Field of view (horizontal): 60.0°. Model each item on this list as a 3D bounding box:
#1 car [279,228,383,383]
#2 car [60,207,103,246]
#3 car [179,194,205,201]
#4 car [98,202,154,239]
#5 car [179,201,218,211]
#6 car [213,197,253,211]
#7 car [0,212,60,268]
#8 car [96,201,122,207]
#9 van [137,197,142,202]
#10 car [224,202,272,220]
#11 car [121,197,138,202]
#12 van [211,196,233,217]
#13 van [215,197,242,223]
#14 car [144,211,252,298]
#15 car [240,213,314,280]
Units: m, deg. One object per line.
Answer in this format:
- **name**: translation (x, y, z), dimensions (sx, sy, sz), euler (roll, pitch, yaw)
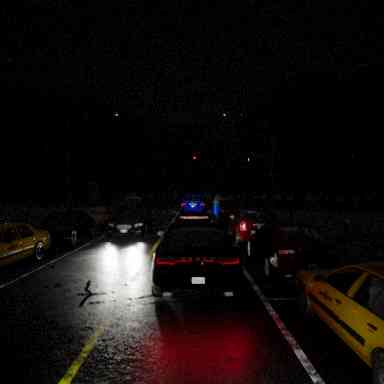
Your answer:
- **car**: translation (2.760, 1.525, 4.553), dimensions (1.752, 1.417, 4.829), euler (0, 0, 0)
- **car**: translation (-5.764, 1.567, 15.259), dimensions (1.947, 1.339, 4.313), euler (0, 0, 0)
- **car**: translation (0.025, 1.226, 29.411), dimensions (2.150, 2.045, 5.566), euler (0, 0, -2)
- **car**: translation (-3.083, 1.493, 17.457), dimensions (2.128, 1.511, 4.902), euler (0, 0, 0)
- **car**: translation (0.098, 1.493, 19.043), dimensions (2.128, 1.511, 4.902), euler (0, 0, 0)
- **car**: translation (2.761, 1.317, 20.696), dimensions (2.192, 1.841, 5.009), euler (0, 0, 0)
- **car**: translation (-5.764, 1.526, 9.652), dimensions (1.752, 1.417, 4.829), euler (0, 0, 0)
- **car**: translation (-5.763, 1.527, 20.527), dimensions (1.752, 1.417, 4.829), euler (0, 0, 0)
- **van**: translation (-5.763, 1.346, 31.572), dimensions (1.690, 1.788, 3.998), euler (0, 0, 0)
- **car**: translation (2.761, 1.441, 15.258), dimensions (1.967, 1.590, 4.097), euler (0, 0, 0)
- **car**: translation (-5.763, 1.444, 26.134), dimensions (1.967, 1.590, 4.097), euler (0, 0, 0)
- **van**: translation (2.763, 1.346, 31.571), dimensions (1.690, 1.788, 3.998), euler (0, 0, 0)
- **van**: translation (2.762, 1.345, 26.134), dimensions (1.690, 1.788, 3.998), euler (0, 0, 0)
- **car**: translation (0.095, 1.478, 8.600), dimensions (1.882, 1.535, 5.008), euler (0, 0, 0)
- **car**: translation (2.761, 1.545, 9.821), dimensions (1.887, 1.381, 4.507), euler (0, 0, 0)
